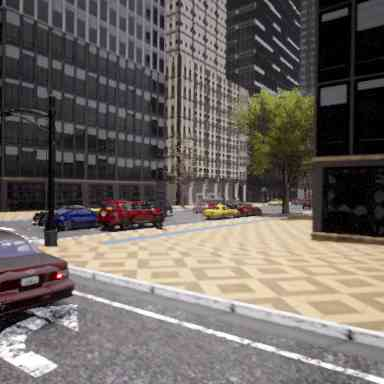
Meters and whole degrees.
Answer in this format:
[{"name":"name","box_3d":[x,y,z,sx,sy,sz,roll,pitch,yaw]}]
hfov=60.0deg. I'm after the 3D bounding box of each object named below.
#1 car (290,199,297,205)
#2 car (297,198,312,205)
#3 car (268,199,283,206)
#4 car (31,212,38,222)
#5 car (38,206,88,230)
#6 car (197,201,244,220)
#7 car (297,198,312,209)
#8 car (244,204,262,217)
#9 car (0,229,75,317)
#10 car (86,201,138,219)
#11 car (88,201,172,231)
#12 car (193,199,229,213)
[{"name":"car","box_3d":[22.780,2.123,72.640,1.802,1.307,4.206,1,0,36]},{"name":"car","box_3d":[26.132,2.137,77.173,2.008,1.369,4.403,1,0,36]},{"name":"car","box_3d":[15.974,1.973,63.438,1.752,1.417,4.829,1,0,36]},{"name":"car","box_3d":[-9.327,1.699,24.841,1.895,1.301,4.718,1,0,36]},{"name":"car","box_3d":[-7.489,1.704,22.031,1.994,1.385,4.181,1,0,36]},{"name":"car","box_3d":[2.800,1.829,31.534,1.752,1.417,4.829,1,0,36]},{"name":"car","box_3d":[19.471,1.856,54.072,2.192,1.841,5.009,1,0,36]},{"name":"car","box_3d":[6.053,1.932,35.933,1.802,1.307,4.206,1,0,36]},{"name":"car","box_3d":[-4.695,1.539,7.126,5.357,1.411,2.033,0,0,38]},{"name":"car","box_3d":[-7.495,1.638,31.708,1.752,1.417,4.829,1,0,36]},{"name":"car","box_3d":[-4.006,1.518,22.329,2.192,1.841,5.009,1,0,36]},{"name":"car","box_3d":[2.116,1.617,40.311,2.097,1.767,4.553,1,0,37]}]
